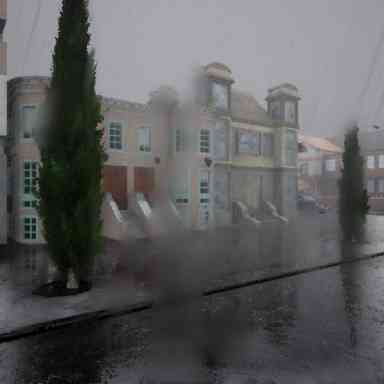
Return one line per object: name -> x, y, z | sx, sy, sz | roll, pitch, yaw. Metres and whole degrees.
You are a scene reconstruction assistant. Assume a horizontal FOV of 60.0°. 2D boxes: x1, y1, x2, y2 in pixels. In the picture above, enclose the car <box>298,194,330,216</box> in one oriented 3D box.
car -> 10.953, 1.221, 33.339 | 2.150, 2.045, 5.566 | 0, 0, -36
